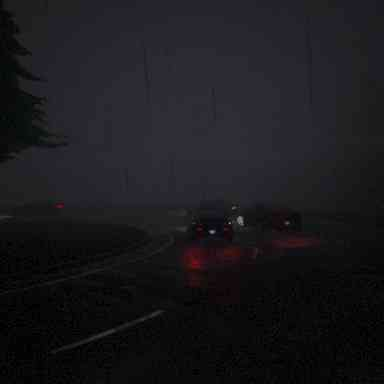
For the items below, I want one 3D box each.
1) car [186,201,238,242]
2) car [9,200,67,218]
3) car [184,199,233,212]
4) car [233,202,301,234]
[{"bbox_3d":[0.759,1.382,15.581,1.812,1.442,4.674,0,0,-1],"label":"car"},{"bbox_3d":[-13.485,1.441,29.246,4.674,1.442,1.812,-1,0,-5],"label":"car"},{"bbox_3d":[1.804,1.282,27.927,5.357,1.411,2.033,0,1,41],"label":"car"},{"bbox_3d":[3.974,1.274,17.783,1.882,1.535,5.008,0,0,-10],"label":"car"}]
